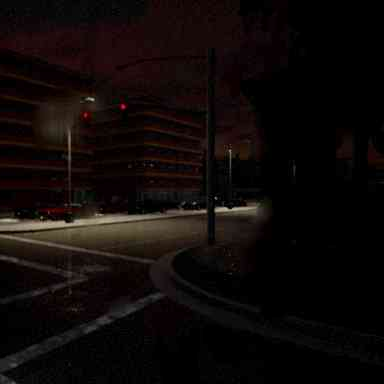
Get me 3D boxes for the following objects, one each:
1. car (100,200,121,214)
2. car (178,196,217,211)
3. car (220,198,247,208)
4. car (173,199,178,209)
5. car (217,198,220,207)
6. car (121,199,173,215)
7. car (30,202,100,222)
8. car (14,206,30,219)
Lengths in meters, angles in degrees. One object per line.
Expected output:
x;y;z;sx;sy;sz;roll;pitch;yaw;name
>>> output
-8.017;1.576;35.556;1.994;1.385;4.181;0;0;37;car
0.778;1.364;41.727;2.097;1.767;4.553;0;0;36;car
6.476;1.576;49.535;1.994;1.385;4.181;0;0;36;car
-3.110;1.577;42.324;1.994;1.385;4.181;0;0;36;car
2.793;1.505;50.427;2.128;1.511;4.902;0;0;36;car
-4.550;1.487;34.403;1.882;1.535;5.008;0;0;36;car
-10.088;1.613;26.805;1.895;1.301;4.718;0;0;33;car
-12.971;1.577;28.761;1.994;1.385;4.181;0;0;36;car
